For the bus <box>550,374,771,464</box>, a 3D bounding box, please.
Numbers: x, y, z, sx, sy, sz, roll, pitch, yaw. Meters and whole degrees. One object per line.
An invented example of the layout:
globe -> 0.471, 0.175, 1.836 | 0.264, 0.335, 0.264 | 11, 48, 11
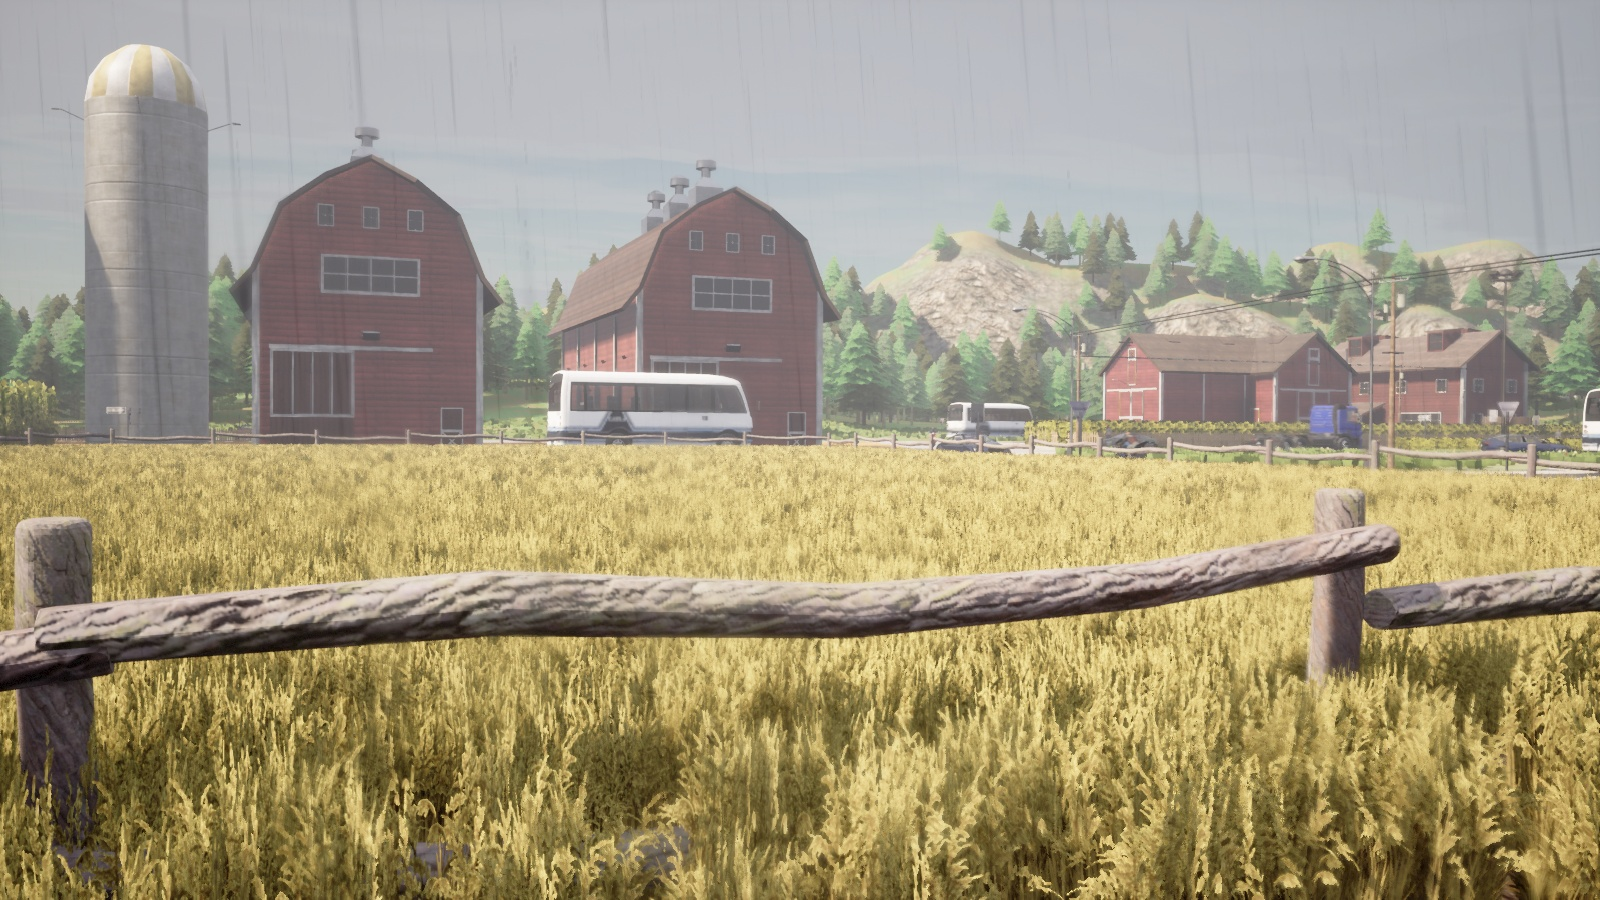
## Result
bus -> -6.970, -1.568, 62.987 | 10.273, 4.253, 3.944 | -1, 1, -24

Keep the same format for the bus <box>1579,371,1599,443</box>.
bus -> 52.291, -2.652, 75.216 | 10.273, 4.253, 3.944 | -1, 1, -19

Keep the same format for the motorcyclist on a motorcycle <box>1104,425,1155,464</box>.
motorcyclist on a motorcycle -> 13.194, -0.227, 50.367 | 0.866, 1.530, 2.191 | -1, 1, -21

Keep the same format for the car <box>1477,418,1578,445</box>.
car -> 42.475, -1.102, 73.487 | 4.792, 1.488, 2.163 | 0, 1, 19

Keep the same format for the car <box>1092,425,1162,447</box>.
car -> 22.470, -0.973, 86.350 | 4.181, 1.385, 1.994 | -1, 1, -18

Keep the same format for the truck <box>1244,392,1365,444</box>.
truck -> 35.105, -2.221, 87.365 | 7.936, 3.462, 2.891 | -1, 1, -21

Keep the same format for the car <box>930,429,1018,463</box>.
car -> 7.587, -0.202, 55.196 | 1.994, 1.385, 4.181 | -1, 1, -22
